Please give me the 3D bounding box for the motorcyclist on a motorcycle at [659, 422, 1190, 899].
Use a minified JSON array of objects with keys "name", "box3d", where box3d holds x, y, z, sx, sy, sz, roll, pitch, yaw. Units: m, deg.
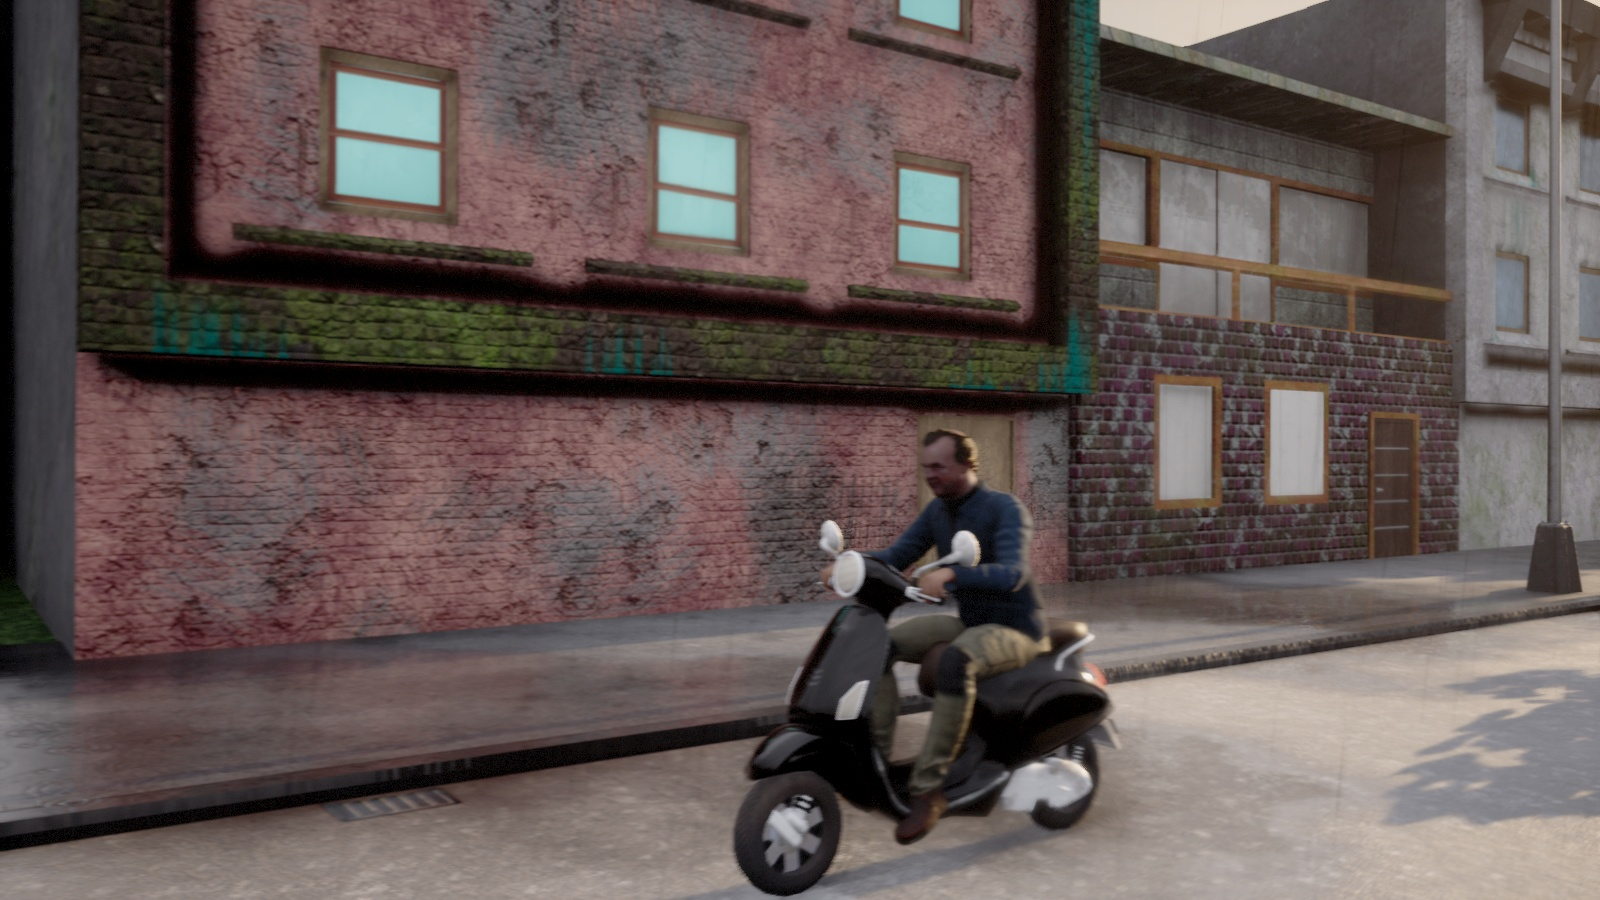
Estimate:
[{"name":"motorcyclist on a motorcycle","box3d":[0.492,0.713,4.620,1.817,1.590,0.866,0,0,-35]}]
